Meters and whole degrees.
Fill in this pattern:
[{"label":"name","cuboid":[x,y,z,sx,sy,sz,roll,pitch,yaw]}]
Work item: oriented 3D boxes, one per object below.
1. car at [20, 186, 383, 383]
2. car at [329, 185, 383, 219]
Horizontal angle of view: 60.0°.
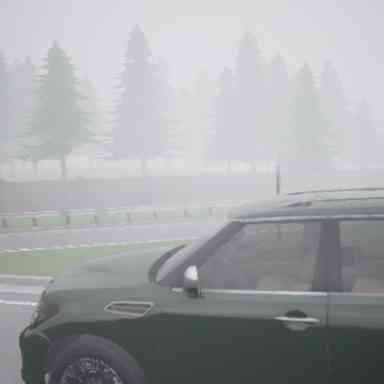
[{"label":"car","cuboid":[1.122,1.022,3.255,5.566,2.045,2.150,-2,2,16]},{"label":"car","cuboid":[10.182,0.398,17.732,5.357,1.411,2.033,-3,2,-21]}]
